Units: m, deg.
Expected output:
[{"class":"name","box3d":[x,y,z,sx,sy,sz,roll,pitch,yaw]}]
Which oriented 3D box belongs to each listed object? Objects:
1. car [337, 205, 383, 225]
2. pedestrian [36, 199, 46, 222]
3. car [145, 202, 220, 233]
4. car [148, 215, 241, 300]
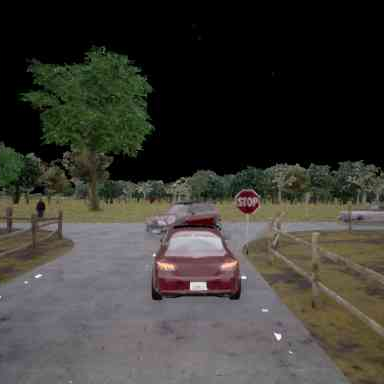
[{"class":"car","box3d":[12.980,1.606,23.687,4.718,1.301,1.895,0,-1,0]},{"class":"pedestrian","box3d":[-12.155,1.433,26.719,0.375,1.860,0.375,0,-1,0]},{"class":"car","box3d":[-0.380,1.382,18.242,2.097,1.767,4.553,0,0,42]},{"class":"car","box3d":[0.038,1.538,8.297,1.812,1.442,4.674,0,0,-2]}]
